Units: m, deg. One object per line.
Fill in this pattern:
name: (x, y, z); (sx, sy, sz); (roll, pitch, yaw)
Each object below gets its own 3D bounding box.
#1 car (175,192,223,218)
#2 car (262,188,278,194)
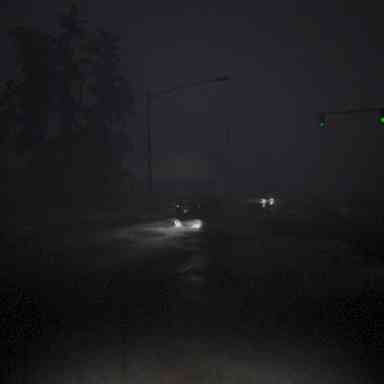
car: (0.563, 0.790, 22.096); (2.128, 1.511, 4.902); (0, 2, 24)
car: (10.748, -0.196, 45.351); (2.128, 1.511, 4.902); (0, 2, 24)
